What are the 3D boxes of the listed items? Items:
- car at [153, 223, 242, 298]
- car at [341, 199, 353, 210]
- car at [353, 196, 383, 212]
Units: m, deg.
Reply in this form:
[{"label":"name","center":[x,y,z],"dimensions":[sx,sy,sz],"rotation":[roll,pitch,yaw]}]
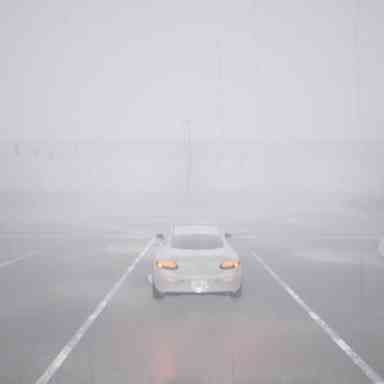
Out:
[{"label":"car","center":[0.071,1.487,8.275],"dimensions":[1.812,1.442,4.674],"rotation":[0,0,-1]},{"label":"car","center":[19.621,1.221,38.013],"dimensions":[4.902,1.511,2.128],"rotation":[-1,0,2]},{"label":"car","center":[19.851,1.248,34.485],"dimensions":[4.892,1.490,1.837],"rotation":[-1,0,1]}]
